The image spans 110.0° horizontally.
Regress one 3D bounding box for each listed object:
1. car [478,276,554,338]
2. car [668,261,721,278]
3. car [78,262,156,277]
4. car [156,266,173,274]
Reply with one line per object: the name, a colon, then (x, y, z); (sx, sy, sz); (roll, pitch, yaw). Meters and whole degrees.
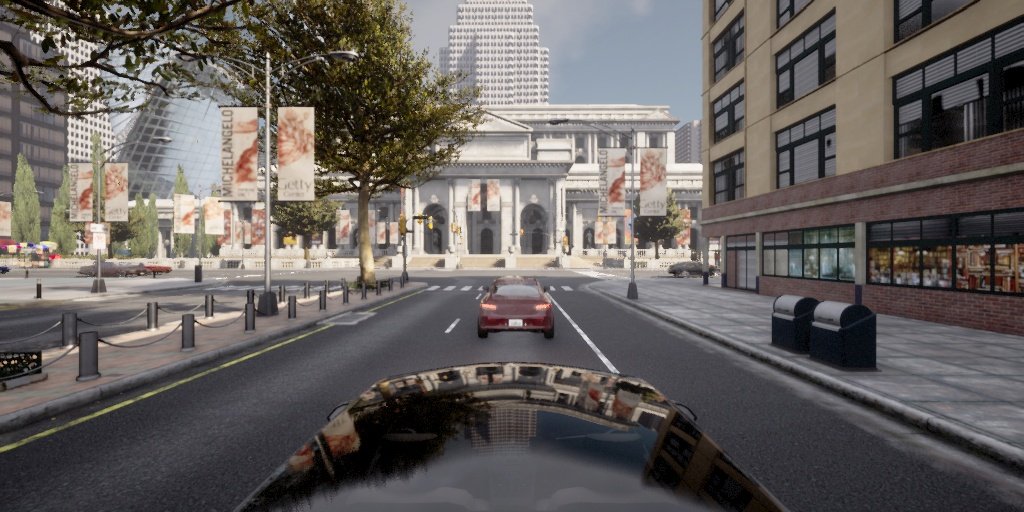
car: (0.118, 1.275, 10.021); (1.812, 1.442, 4.674); (0, 0, 1)
car: (17.247, 1.252, 33.657); (4.892, 1.490, 1.837); (0, 0, 1)
car: (-37.969, 1.295, 34.265); (5.357, 1.411, 2.033); (0, 0, 1)
car: (-38.788, 1.348, 37.776); (4.718, 1.301, 1.895); (0, 0, 1)
